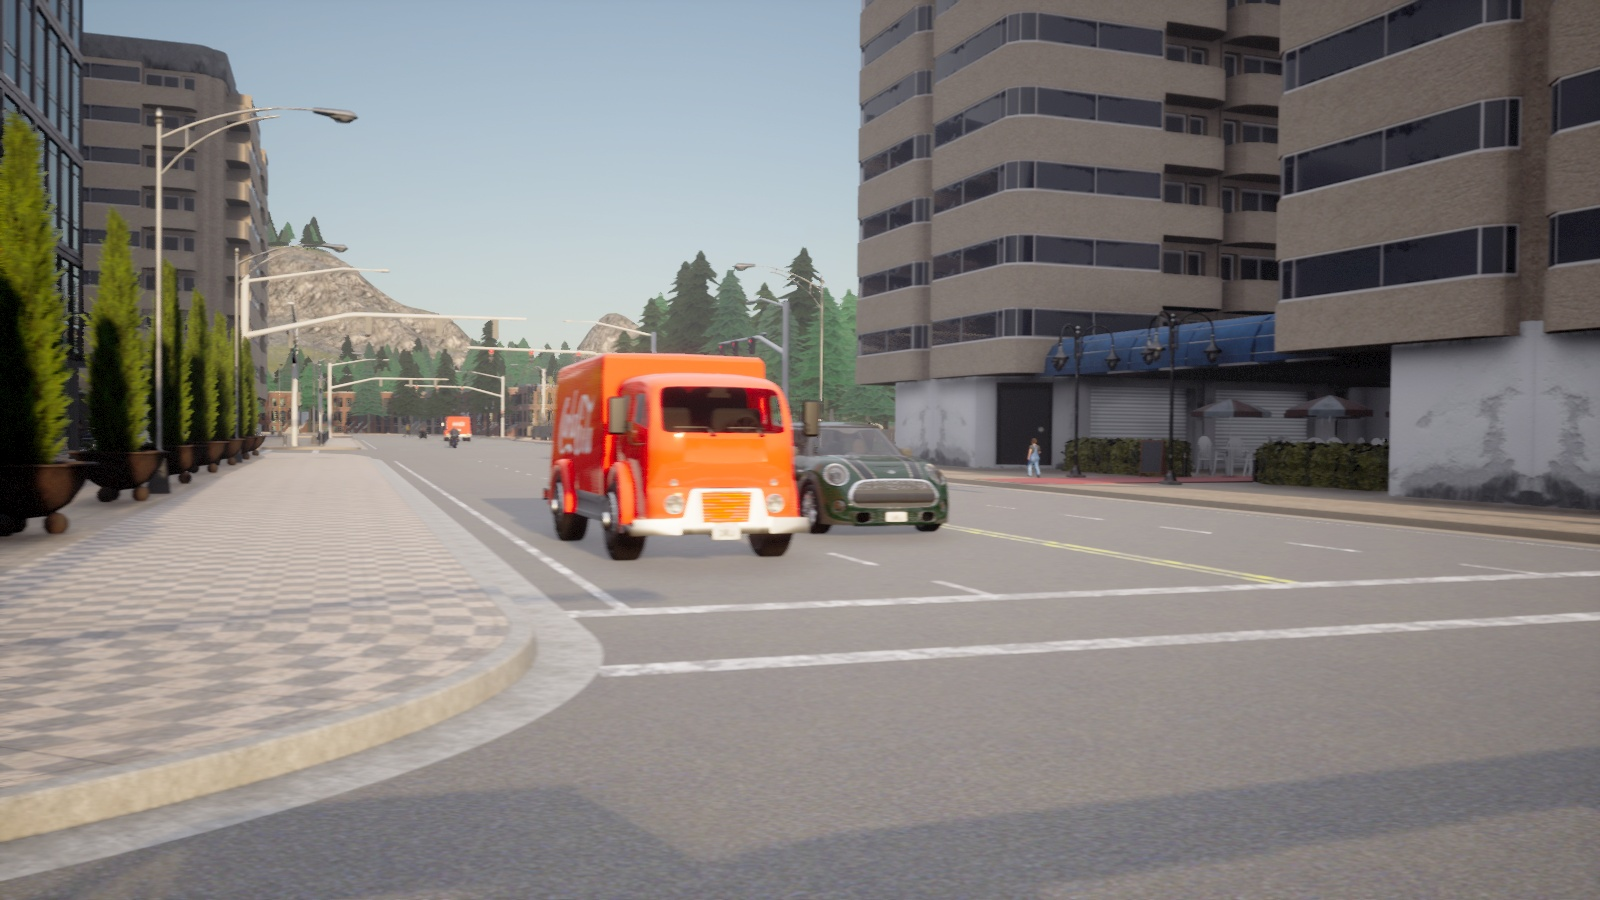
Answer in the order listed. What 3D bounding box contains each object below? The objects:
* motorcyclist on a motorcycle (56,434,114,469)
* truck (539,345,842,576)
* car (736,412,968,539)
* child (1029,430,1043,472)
[{"bbox_3d":[-34.711,0.076,60.996,2.350,1.649,0.766,-1,1,-20],"label":"motorcyclist on a motorcycle"},{"bbox_3d":[-1.665,0.064,16.323,2.627,2.467,5.204,-1,1,-20],"label":"truck"},{"bbox_3d":[0.670,0.322,20.124,2.097,1.767,4.553,-1,1,-20],"label":"car"},{"bbox_3d":[7.173,0.033,38.229,0.270,1.263,0.437,-1,1,-10],"label":"child"}]
